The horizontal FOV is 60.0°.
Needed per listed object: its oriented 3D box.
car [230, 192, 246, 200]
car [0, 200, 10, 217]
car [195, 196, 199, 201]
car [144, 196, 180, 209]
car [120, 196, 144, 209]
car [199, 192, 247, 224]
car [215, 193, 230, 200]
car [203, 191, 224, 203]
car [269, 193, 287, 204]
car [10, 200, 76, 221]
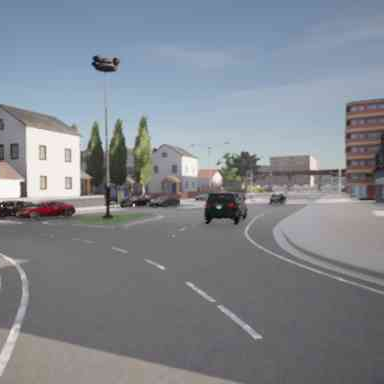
[{"bbox_3d":[9.743,0.802,70.323,2.128,1.511,4.902,-1,1,24],"label":"car"},{"bbox_3d":[-15.466,1.480,28.189,1.837,1.490,4.892,0,1,40],"label":"car"},{"bbox_3d":[2.290,1.002,62.069,2.033,1.411,5.357,-1,0,24],"label":"car"},{"bbox_3d":[-3.297,1.252,40.951,2.033,1.411,5.357,-1,1,25],"label":"car"},{"bbox_3d":[-6.974,1.229,41.342,1.882,1.535,5.008,-1,1,25],"label":"car"},{"bbox_3d":[2.410,0.999,22.767,2.150,2.045,5.566,-1,0,17],"label":"car"},{"bbox_3d":[6.710,0.897,72.121,1.895,1.301,4.718,-1,1,24],"label":"car"},{"bbox_3d":[3.668,0.832,56.635,2.097,1.767,4.553,-1,1,24],"label":"car"},{"bbox_3d":[12.241,0.934,47.159,2.128,1.511,4.902,-1,1,24],"label":"car"},{"bbox_3d":[-11.808,1.460,27.155,1.812,1.442,4.674,0,1,39],"label":"car"}]
